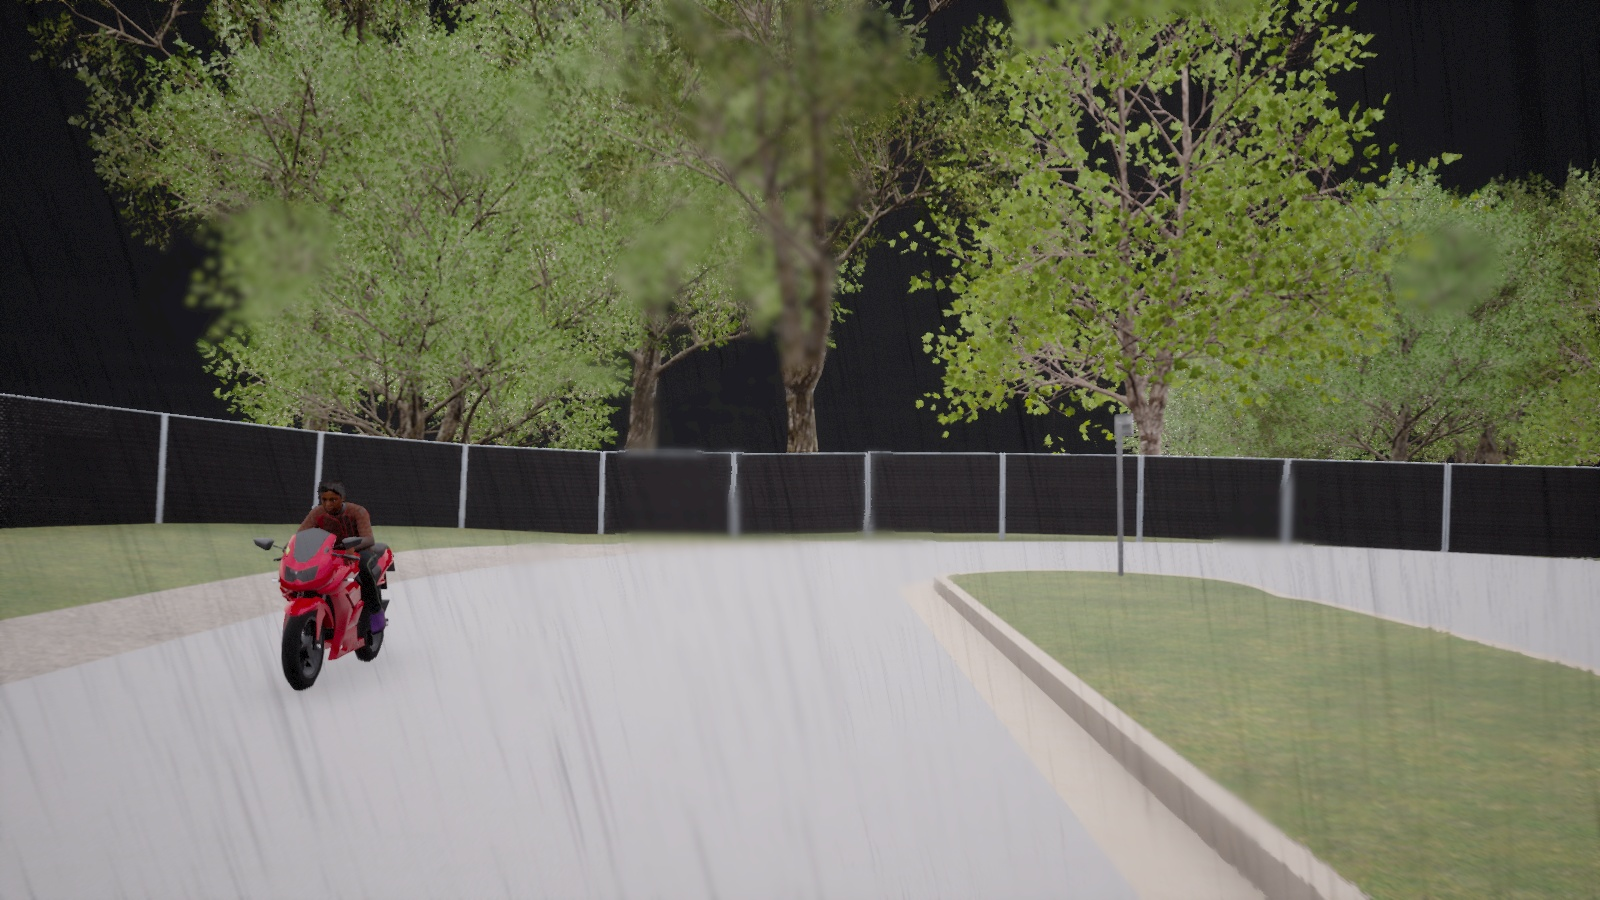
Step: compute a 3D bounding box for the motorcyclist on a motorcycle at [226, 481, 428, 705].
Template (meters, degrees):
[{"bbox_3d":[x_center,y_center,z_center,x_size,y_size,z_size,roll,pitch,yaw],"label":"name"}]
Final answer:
[{"bbox_3d":[-3.575,1.012,9.713,0.797,1.523,2.044,-1,-1,-1],"label":"motorcyclist on a motorcycle"}]
